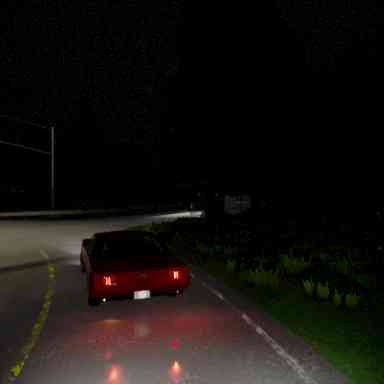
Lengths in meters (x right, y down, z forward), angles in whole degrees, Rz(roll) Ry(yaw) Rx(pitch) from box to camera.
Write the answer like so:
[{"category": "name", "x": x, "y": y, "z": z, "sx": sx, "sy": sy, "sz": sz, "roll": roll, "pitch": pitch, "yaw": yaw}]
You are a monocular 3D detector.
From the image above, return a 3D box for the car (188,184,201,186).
[{"category": "car", "x": 1.113, "y": -0.750, "z": 56.488, "sx": 1.837, "sy": 1.490, "sz": 4.892, "roll": 0, "pitch": 4, "yaw": -27}]

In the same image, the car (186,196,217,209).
[{"category": "car", "x": 1.189, "y": 1.065, "z": 34.924, "sx": 2.128, "sy": 1.511, "sz": 4.902, "roll": 0, "pitch": 3, "yaw": 30}]

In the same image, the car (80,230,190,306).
[{"category": "car", "x": -1.695, "y": 1.598, "z": 8.189, "sx": 1.895, "sy": 1.301, "sz": 4.718, "roll": 0, "pitch": 0, "yaw": -21}]

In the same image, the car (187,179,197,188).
[{"category": "car", "x": 0.013, "y": -1.841, "z": 70.134, "sx": 2.128, "sy": 1.511, "sz": 4.902, "roll": 0, "pitch": 5, "yaw": -1}]
